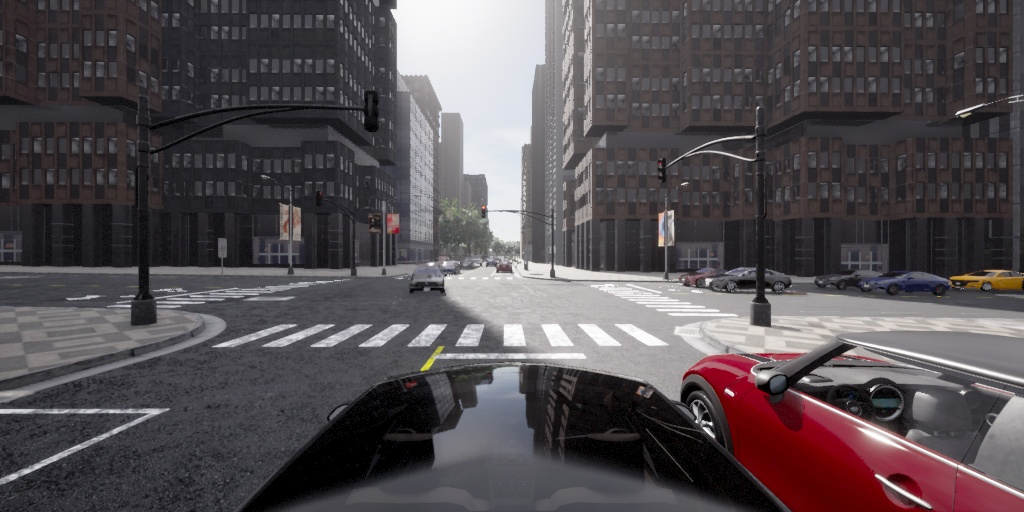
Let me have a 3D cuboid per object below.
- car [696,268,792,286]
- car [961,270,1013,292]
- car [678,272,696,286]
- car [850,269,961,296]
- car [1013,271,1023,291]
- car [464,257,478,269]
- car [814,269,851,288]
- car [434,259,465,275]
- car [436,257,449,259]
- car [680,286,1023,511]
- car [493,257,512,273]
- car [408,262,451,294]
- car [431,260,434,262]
[{"bbox_3d":[14.675,1.478,22.433,4.902,1.511,2.128,1,0,-1],"label":"car"},{"bbox_3d":[34.739,1.752,25.944,5.008,1.535,1.882,1,0,-1],"label":"car"},{"bbox_3d":[14.259,1.541,25.675,4.181,1.385,1.994,1,0,0],"label":"car"},{"bbox_3d":[24.615,1.656,22.554,4.674,1.442,1.812,1,0,-1],"label":"car"},{"bbox_3d":[36.169,1.518,22.712,5.566,2.045,2.150,0,0,-1],"label":"car"},{"bbox_3d":[-6.951,1.275,55.344,2.128,1.511,4.902,0,0,-1],"label":"car"},{"bbox_3d":[24.534,1.652,25.814,4.674,1.442,1.812,1,0,-1],"label":"car"},{"bbox_3d":[-6.724,1.295,39.080,2.033,1.411,5.357,0,0,-1],"label":"car"},{"bbox_3d":[-9.531,1.084,48.910,2.192,1.841,5.009,0,0,-1],"label":"car"},{"bbox_3d":[2.760,1.190,2.240,1.967,1.591,4.097,0,0,0],"label":"car"},{"bbox_3d":[-0.930,1.197,43.604,1.967,1.591,4.097,0,0,-1],"label":"car"},{"bbox_3d":[-4.750,1.258,20.221,2.033,1.411,5.357,1,0,-12],"label":"car"},{"bbox_3d":[-9.454,1.323,43.485,1.948,1.339,4.313,0,0,-1],"label":"car"}]
